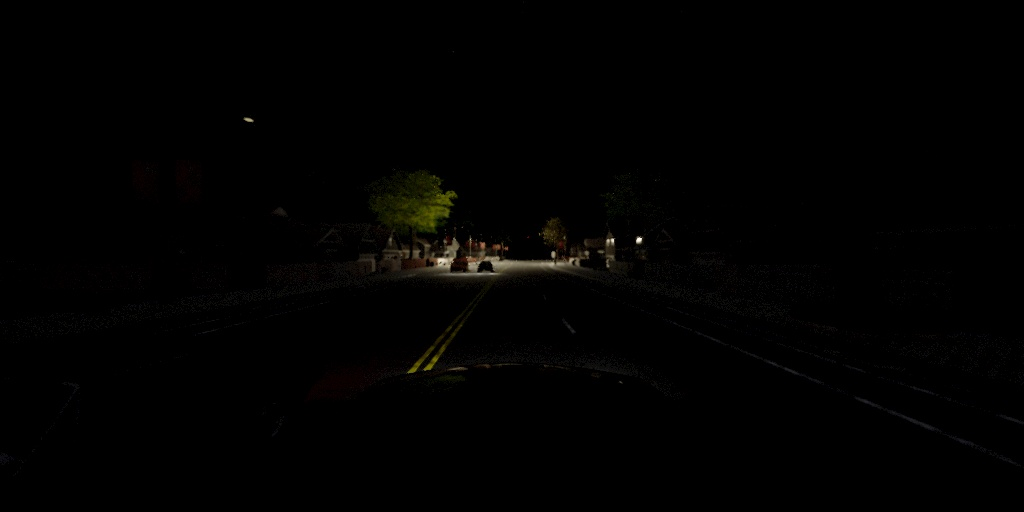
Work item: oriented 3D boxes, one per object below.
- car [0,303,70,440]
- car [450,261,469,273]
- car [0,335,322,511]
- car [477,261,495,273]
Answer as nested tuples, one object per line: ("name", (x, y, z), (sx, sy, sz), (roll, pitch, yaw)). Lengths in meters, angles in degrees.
("car", (-6.600, 1.297, 1.845), (2.033, 1.411, 5.357), (0, 0, 0))
("car", (-6.521, 1.309, 44.813), (1.882, 1.535, 5.008), (0, 0, 1))
("car", (-3.350, 1.352, 2.338), (1.895, 1.301, 4.718), (0, 0, 0))
("car", (-3.269, 1.358, 45.096), (1.812, 1.442, 4.674), (0, 0, 1))
